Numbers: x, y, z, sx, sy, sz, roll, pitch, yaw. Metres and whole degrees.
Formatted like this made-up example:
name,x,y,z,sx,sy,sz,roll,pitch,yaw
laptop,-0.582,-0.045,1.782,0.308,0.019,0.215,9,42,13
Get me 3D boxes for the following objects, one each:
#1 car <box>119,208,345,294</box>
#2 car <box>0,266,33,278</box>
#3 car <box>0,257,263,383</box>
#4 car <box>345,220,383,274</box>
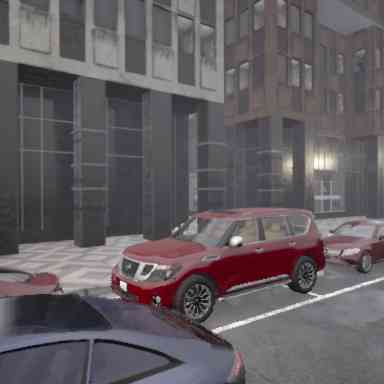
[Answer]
name,x,y,z,sx,sy,sz,roll,pitch,yaw
car,0.853,1.310,7.252,5.009,1.841,2.192,0,0,-35
car,-3.714,1.583,4.006,4.206,1.307,1.802,0,0,-35
car,-1.539,1.564,2.282,4.181,1.385,1.994,0,0,-35
car,5.420,1.571,10.496,4.206,1.307,1.802,0,0,-35
